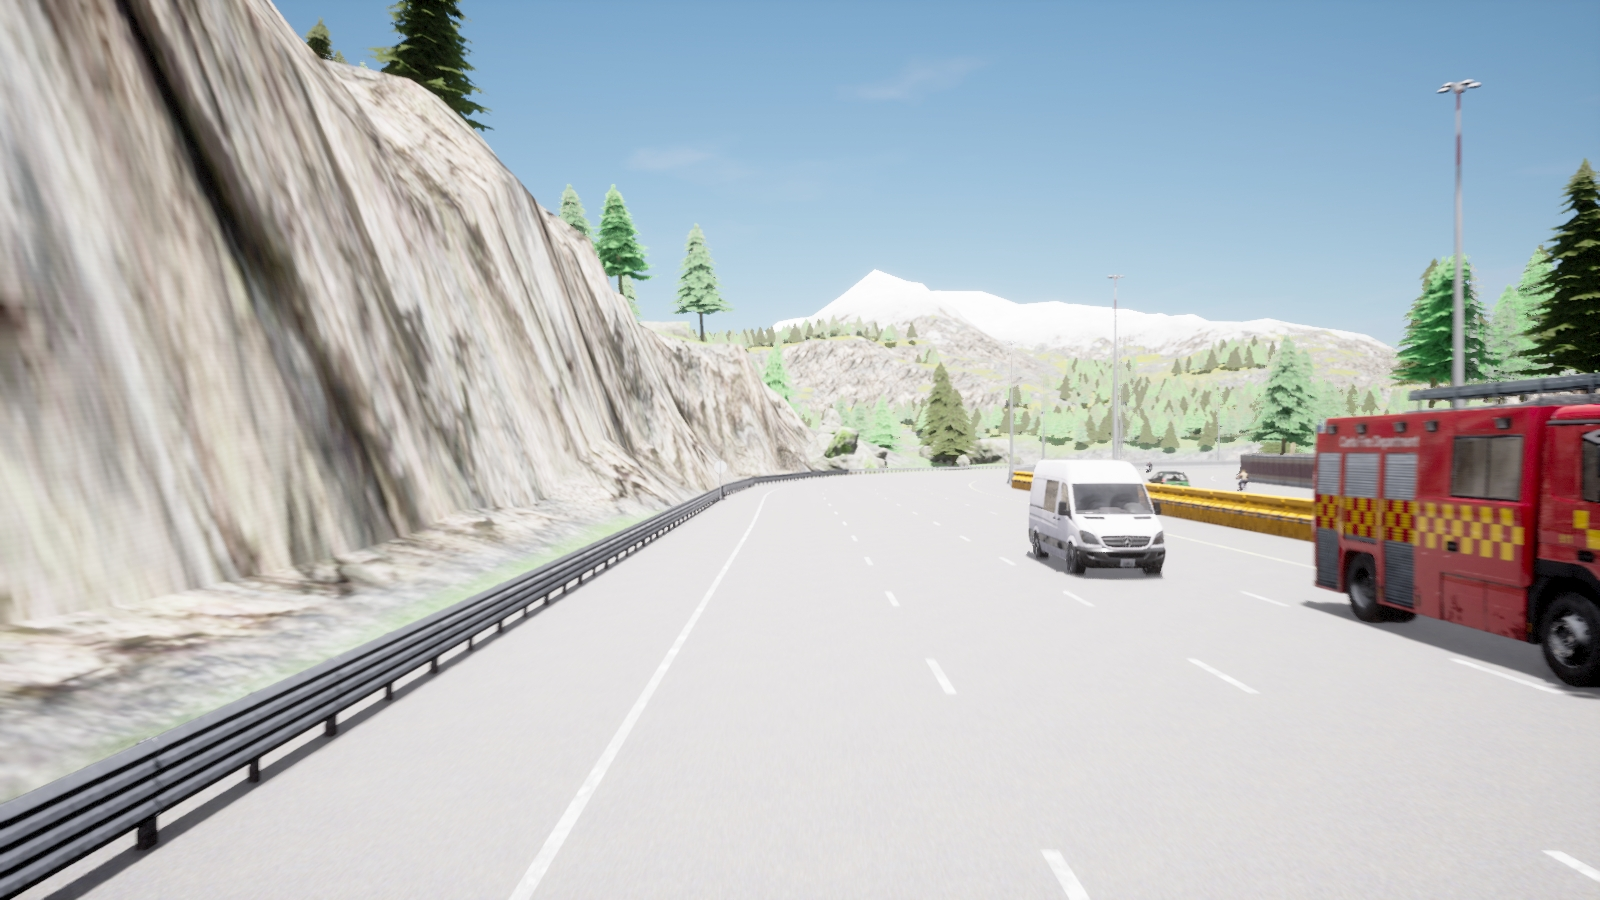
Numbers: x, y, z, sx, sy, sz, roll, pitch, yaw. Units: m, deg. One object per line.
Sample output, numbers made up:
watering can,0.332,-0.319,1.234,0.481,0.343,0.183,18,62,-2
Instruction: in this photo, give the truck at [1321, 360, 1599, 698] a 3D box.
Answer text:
truck,10.498,0.890,15.601,2.891,3.827,8.468,0,0,0

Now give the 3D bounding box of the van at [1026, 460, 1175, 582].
van,6.987,1.534,27.271,1.988,2.561,5.915,0,0,0

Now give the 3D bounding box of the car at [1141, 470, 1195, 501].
car,20.741,1.999,64.545,1.851,1.617,3.988,0,0,1
